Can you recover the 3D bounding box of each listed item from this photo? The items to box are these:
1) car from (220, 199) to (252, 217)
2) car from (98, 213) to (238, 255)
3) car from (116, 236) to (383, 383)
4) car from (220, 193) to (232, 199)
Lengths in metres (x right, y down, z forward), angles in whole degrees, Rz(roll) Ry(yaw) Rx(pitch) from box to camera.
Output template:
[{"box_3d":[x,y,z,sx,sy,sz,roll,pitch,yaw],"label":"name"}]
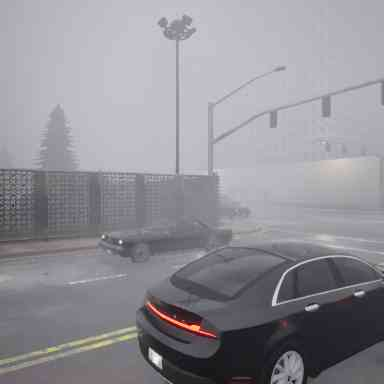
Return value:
[{"box_3d":[3.016,1.545,29.222,1.895,1.301,4.718,0,0,-34],"label":"car"},{"box_3d":[-0.846,1.601,11.972,4.718,1.301,1.895,0,0,-35],"label":"car"},{"box_3d":[1.592,1.505,4.919,4.892,1.490,1.837,0,0,-35],"label":"car"},{"box_3d":[2.811,1.167,35.621,2.150,2.045,5.566,0,0,-35],"label":"car"}]
